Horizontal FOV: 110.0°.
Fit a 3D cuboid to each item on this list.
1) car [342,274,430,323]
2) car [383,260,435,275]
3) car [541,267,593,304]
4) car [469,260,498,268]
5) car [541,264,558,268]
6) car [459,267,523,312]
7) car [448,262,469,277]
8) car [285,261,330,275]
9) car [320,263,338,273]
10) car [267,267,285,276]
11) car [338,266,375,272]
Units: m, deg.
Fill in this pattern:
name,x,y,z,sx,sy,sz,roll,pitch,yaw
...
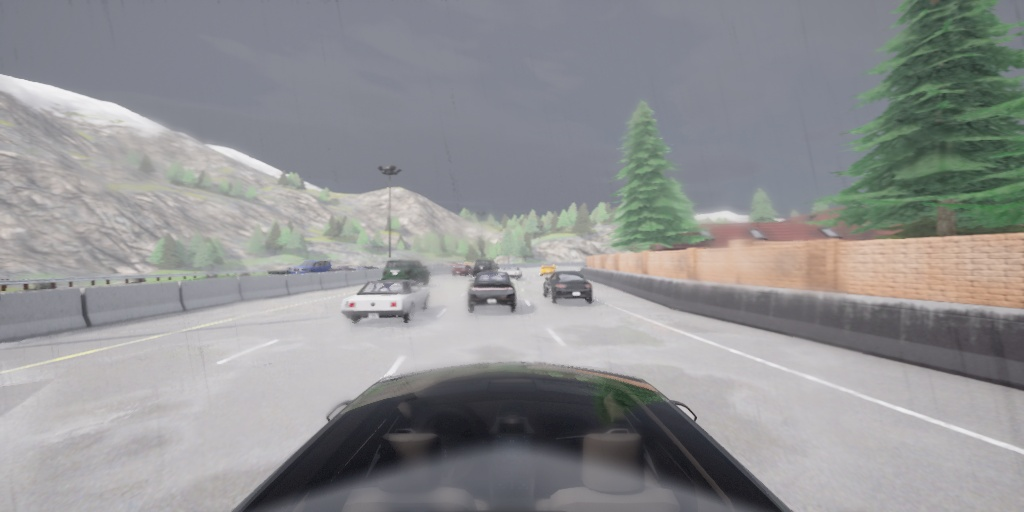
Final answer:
name,x,y,z,sx,sy,sz,roll,pitch,yaw
car,-4.208,1.504,12.837,1.895,1.301,4.718,0,-1,-3
car,-7.820,1.311,27.003,2.150,2.045,5.566,0,-1,2
car,2.642,1.448,17.452,1.812,1.442,4.674,0,0,-2
car,-2.942,1.467,42.111,2.150,2.045,5.566,-1,-1,8
car,4.787,1.727,45.912,1.882,1.535,5.008,-1,-1,10
car,-0.793,1.406,15.117,2.128,1.511,4.902,0,0,-2
car,-6.039,1.817,44.779,1.812,1.442,4.674,-1,-1,9
car,-24.102,1.586,43.352,2.150,2.045,5.566,0,0,8
car,-20.554,1.912,43.256,1.994,1.385,4.181,0,-1,8
car,-27.520,1.995,44.139,1.895,1.301,4.718,0,-1,8
car,-17.294,1.858,41.516,2.033,1.411,5.357,0,-1,7
